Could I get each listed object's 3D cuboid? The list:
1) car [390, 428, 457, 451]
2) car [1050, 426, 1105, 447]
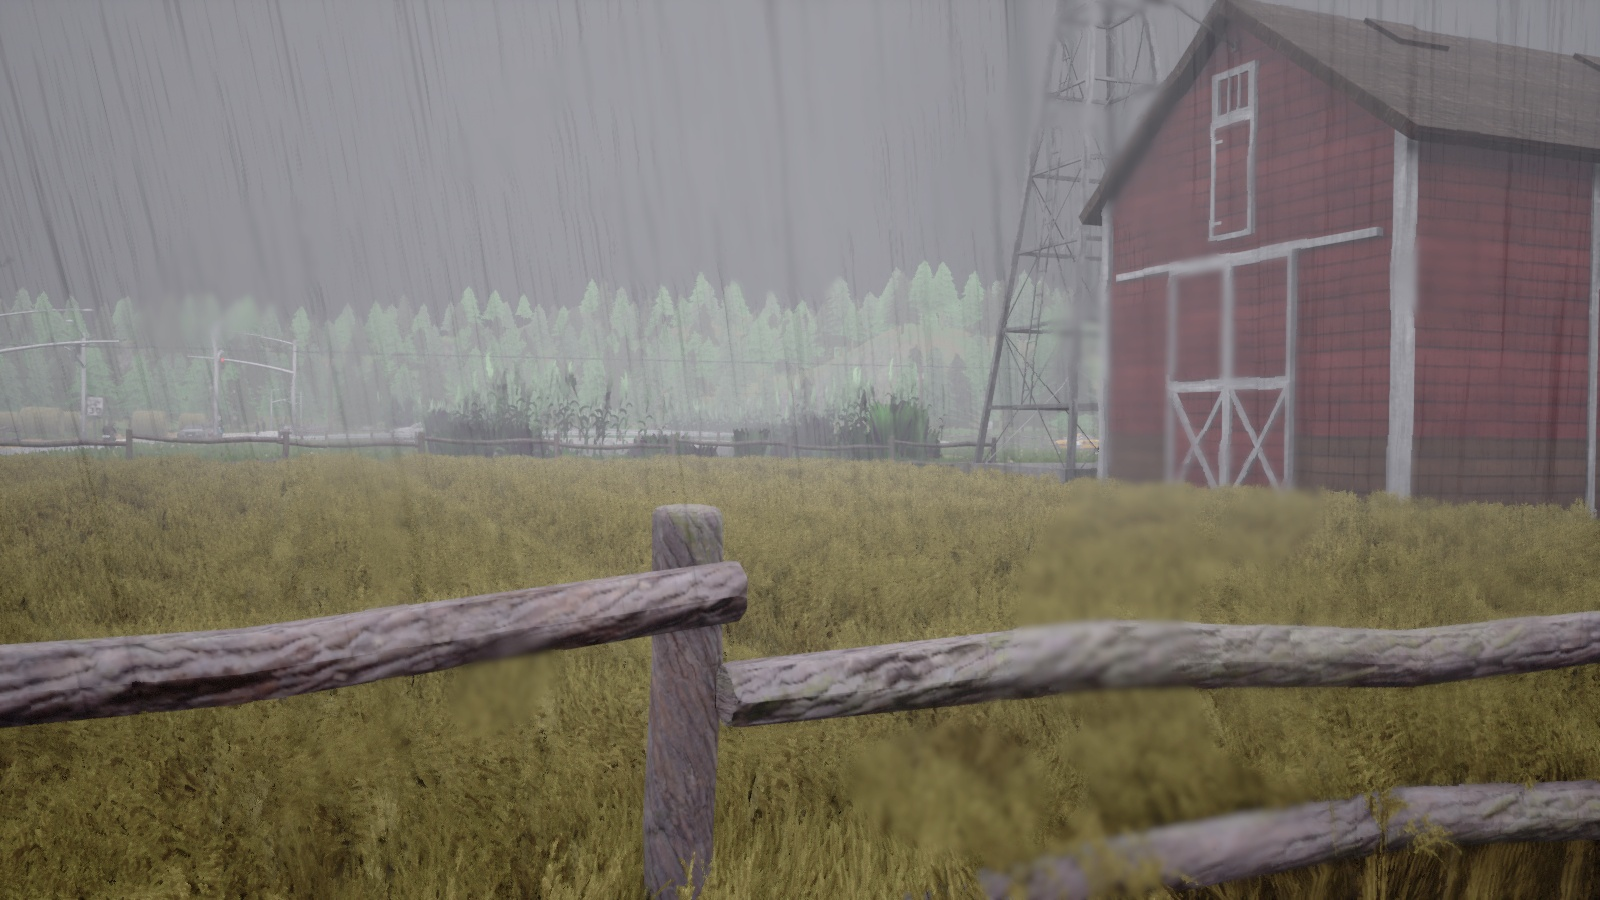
[{"bbox_3d":[-28.051,-0.773,93.741,4.674,1.442,1.812,-4,2,-15],"label":"car"},{"bbox_3d":[21.255,-1.059,96.309,1.801,1.575,5.366,-1,1,-15],"label":"car"}]
